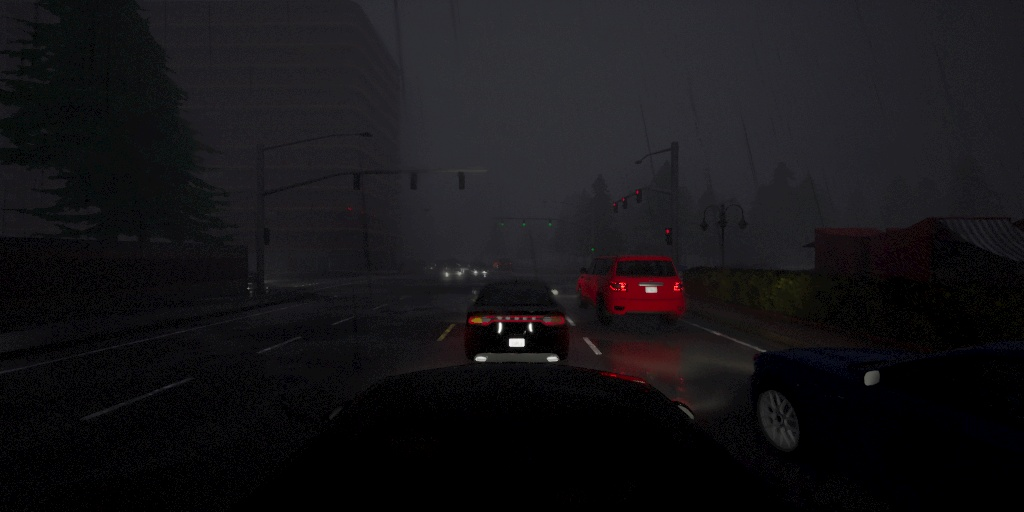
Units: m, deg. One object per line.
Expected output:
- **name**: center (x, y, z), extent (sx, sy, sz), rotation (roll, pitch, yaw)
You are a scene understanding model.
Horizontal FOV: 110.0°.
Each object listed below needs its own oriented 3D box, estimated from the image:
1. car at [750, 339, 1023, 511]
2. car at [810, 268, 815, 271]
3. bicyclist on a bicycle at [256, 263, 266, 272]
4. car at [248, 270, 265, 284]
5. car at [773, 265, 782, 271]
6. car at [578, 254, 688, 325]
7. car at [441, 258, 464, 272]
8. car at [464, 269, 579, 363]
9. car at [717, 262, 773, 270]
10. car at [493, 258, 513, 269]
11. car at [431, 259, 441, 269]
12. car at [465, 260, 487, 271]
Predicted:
- **car**: center (3.599, 1.228, 2.007), extent (1.882, 1.535, 5.008), rotation (0, 0, 0)
- **car**: center (29.118, 1.297, 31.706), extent (4.902, 1.511, 2.128), rotation (0, 0, 1)
- **bicyclist on a bicycle**: center (-28.519, 1.106, 40.704), extent (0.582, 1.620, 1.656), rotation (0, 0, 1)
- **car**: center (-20.135, 1.283, 25.115), extent (5.008, 1.535, 1.882), rotation (0, 0, 1)
- **car**: center (23.962, 1.331, 35.256), extent (4.674, 1.442, 1.812), rotation (0, 0, 1)
- **car**: center (3.639, 0.971, 11.984), extent (2.150, 2.045, 5.566), rotation (0, 0, 1)
- **car**: center (-7.795, 1.102, 46.878), extent (2.097, 1.767, 4.553), rotation (0, 0, -13)
- **car**: center (0.096, 1.228, 8.177), extent (1.882, 1.535, 5.008), rotation (0, 0, 0)
- **car**: center (19.512, 1.353, 31.826), extent (5.357, 1.411, 2.033), rotation (0, 0, 1)
- **car**: center (-1.396, 1.102, 51.748), extent (2.097, 1.767, 4.553), rotation (0, 0, -14)
- **car**: center (-10.575, 1.297, 55.933), extent (2.033, 1.411, 5.357), rotation (0, 0, -26)
- **car**: center (-4.886, 1.314, 50.464), extent (1.994, 1.385, 4.181), rotation (0, 0, -18)
